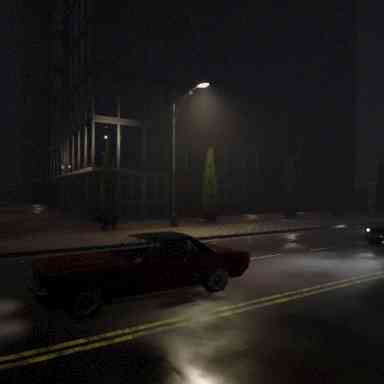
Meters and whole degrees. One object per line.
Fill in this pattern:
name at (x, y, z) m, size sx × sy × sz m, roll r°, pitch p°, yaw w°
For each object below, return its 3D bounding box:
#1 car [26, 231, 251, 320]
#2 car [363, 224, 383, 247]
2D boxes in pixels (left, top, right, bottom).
car at (-1.050, 1.601, 7.403) m, size 4.718 × 1.301 × 1.895 m, roll 0°, pitch 0°, yaw -32°
car at (9.216, 1.600, 13.755) m, size 4.718 × 1.301 × 1.895 m, roll 0°, pitch 0°, yaw -32°
